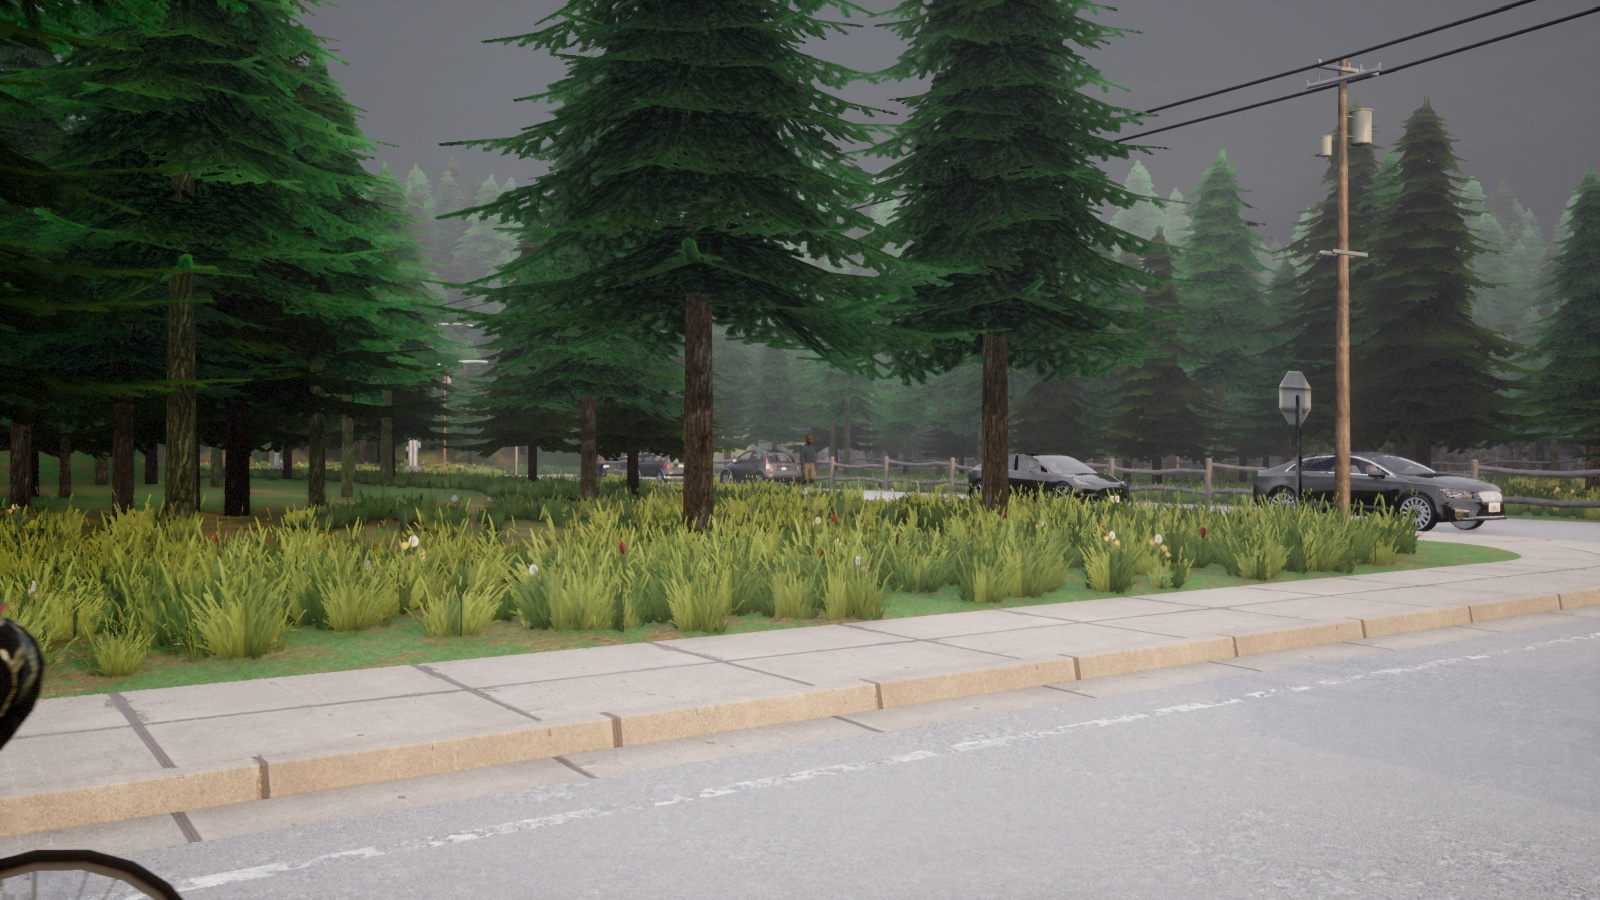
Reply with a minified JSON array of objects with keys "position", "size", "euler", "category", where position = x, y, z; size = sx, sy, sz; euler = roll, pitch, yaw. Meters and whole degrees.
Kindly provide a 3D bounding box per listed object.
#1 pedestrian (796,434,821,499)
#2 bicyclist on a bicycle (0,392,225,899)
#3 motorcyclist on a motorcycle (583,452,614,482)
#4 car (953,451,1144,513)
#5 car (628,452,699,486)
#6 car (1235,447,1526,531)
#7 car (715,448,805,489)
[{"position":[0.235,0.456,35.620],"size":[0.370,1.835,0.726],"euler":[0,0,-36],"category":"pedestrian"},{"position":[-1.995,0.707,2.272],"size":[1.656,1.620,0.582],"euler":[0,0,-35],"category":"bicyclist on a bicycle"},{"position":[-10.341,0.880,64.410],"size":[0.797,1.523,2.044],"euler":[0,0,-35],"category":"motorcyclist on a motorcycle"},{"position":[6.418,0.777,32.963],"size":[2.163,1.488,4.792],"euler":[0,0,-33],"category":"car"},{"position":[-6.387,0.853,58.522],"size":[1.789,1.549,3.705],"euler":[0,0,-34],"category":"car"},{"position":[11.409,0.703,25.054],"size":[2.128,1.511,4.902],"euler":[0,0,-32],"category":"car"},{"position":[-1.681,0.746,51.447],"size":[1.851,1.617,3.988],"euler":[0,0,-34],"category":"car"}]
